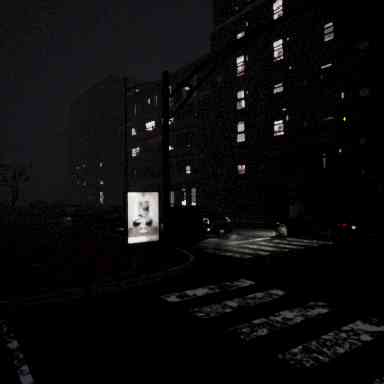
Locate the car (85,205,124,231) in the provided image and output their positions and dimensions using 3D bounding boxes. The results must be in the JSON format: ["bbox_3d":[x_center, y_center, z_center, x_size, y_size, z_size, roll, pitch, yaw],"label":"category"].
[{"bbox_3d":[-5.526,1.887,23.164,2.008,1.369,4.403,-2,0,-36],"label":"car"}]

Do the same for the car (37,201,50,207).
[{"bbox_3d":[-34.656,2.735,77.724,1.947,1.339,4.313,-2,0,-36],"label":"car"}]

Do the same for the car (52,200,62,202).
[{"bbox_3d":[-23.357,2.332,57.787,1.882,1.535,5.008,-1,-2,-36],"label":"car"}]

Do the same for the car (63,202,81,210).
[{"bbox_3d":[-21.560,2.423,59.703,1.802,1.307,4.206,-2,0,-36],"label":"car"}]

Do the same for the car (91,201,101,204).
[{"bbox_3d":[-15.012,2.118,50.696,1.967,1.590,4.097,-2,0,-36],"label":"car"}]

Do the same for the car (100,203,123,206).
[{"bbox_3d":[-5.781,1.881,28.162,1.837,1.490,4.892,-1,0,-36],"label":"car"}]

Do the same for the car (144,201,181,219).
[{"bbox_3d":[-3.130,1.823,34.557,1.967,1.590,4.097,-2,0,-36],"label":"car"}]

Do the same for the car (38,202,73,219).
[{"bbox_3d":[-14.895,2.114,36.133,1.887,1.381,4.507,-2,0,-36],"label":"car"}]

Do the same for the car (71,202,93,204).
[{"bbox_3d":[-13.579,2.096,38.909,1.812,1.442,4.674,-1,0,-36],"label":"car"}]

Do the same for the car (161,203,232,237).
[{"bbox_3d":[0.275,1.579,19.888,2.097,1.767,4.553,-1,-1,-37],"label":"car"}]

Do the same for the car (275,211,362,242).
[{"bbox_3d":[6.297,1.667,16.991,1.994,1.385,4.181,0,-1,-36],"label":"car"}]

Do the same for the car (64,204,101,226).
[{"bbox_3d":[-8.800,1.969,27.669,2.008,1.369,4.403,-2,0,-36],"label":"car"}]

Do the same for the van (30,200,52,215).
[{"bbox_3d":[-19.828,2.034,43.010,1.690,1.788,3.998,-2,0,-36],"label":"van"}]

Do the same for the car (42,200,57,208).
[{"bbox_3d":[-31.386,2.527,73.219,1.967,1.590,4.097,-2,0,-36],"label":"car"}]

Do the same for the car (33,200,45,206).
[{"bbox_3d":[-37.931,2.796,82.229,1.887,1.381,4.507,-2,0,-36],"label":"car"}]

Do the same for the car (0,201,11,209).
[{"bbox_3d":[-38.162,2.703,68.293,2.008,1.369,4.403,-2,0,-36],"label":"car"}]

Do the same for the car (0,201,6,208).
[{"bbox_3d":[-44.710,2.861,77.303,1.887,1.381,4.507,-2,0,-36],"label":"car"}]

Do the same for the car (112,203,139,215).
[{"bbox_3d":[-8.401,2.096,41.730,1.802,1.307,4.206,-2,0,-36],"label":"car"}]
